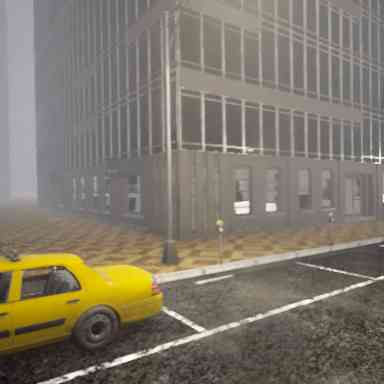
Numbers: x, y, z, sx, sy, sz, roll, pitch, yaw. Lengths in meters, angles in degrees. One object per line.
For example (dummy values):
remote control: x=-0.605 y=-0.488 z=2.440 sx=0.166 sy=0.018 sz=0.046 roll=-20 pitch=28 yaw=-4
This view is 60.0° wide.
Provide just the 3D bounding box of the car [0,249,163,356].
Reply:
car: x=-2.758 y=1.524 z=4.607 sx=4.829 sy=1.417 sz=1.752 roll=0 pitch=-1 yaw=-35
